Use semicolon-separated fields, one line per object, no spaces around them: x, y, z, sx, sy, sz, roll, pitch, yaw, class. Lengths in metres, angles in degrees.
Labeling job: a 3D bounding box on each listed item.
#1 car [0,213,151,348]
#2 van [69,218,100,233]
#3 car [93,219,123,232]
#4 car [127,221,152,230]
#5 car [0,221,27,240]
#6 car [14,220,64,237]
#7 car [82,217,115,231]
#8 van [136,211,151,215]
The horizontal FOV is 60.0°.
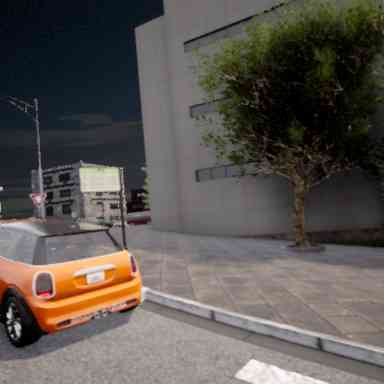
-3.094;1.347;6.647;4.553;1.767;2.097;1;1;42;car
-16.879;5.241;51.996;4.442;1.987;1.878;-7;-7;24;van
-14.454;5.782;56.980;4.553;1.767;2.185;-7;-8;24;car
-9.030;5.781;57.885;1.895;1.301;4.718;-7;-8;24;car
-16.839;3.471;30.133;1.882;1.535;5.008;-5;-4;-10;car
-17.854;4.259;39.056;2.128;1.511;4.902;-7;-6;28;car
-13.450;4.664;48.208;2.097;1.767;4.553;-7;-7;24;car
-6.488;3.654;44.665;4.442;1.987;1.878;-7;-7;24;van
